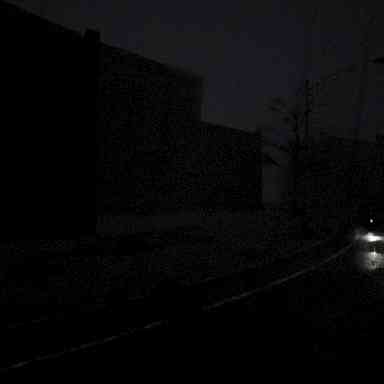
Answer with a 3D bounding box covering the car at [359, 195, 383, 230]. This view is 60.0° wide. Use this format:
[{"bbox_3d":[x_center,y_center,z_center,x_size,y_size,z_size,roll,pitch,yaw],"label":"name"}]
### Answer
[{"bbox_3d":[12.010,1.214,21.096,2.150,2.045,5.566,1,0,20],"label":"car"}]
